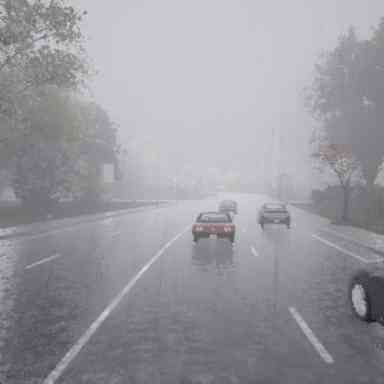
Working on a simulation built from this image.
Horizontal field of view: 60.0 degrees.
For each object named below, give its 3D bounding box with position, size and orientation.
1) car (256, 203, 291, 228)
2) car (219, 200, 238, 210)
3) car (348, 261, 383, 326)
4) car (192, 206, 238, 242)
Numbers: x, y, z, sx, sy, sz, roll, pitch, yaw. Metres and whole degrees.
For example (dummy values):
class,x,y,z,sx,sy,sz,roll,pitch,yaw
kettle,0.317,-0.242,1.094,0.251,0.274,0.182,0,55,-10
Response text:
class,x,y,z,sx,sy,sz,roll,pitch,yaw
car,5.393,1.514,22.313,2.128,1.511,4.902,0,0,8
car,3.872,1.547,35.361,2.033,1.411,5.357,0,0,10
car,3.784,1.517,4.316,1.837,1.490,4.892,0,0,2
car,1.137,1.607,16.377,1.895,1.301,4.718,0,0,6
